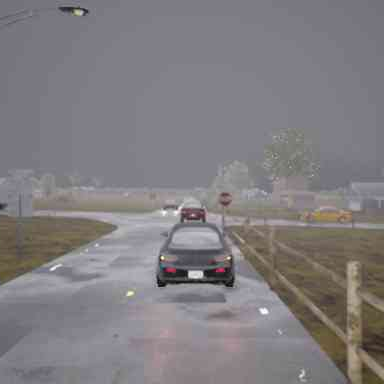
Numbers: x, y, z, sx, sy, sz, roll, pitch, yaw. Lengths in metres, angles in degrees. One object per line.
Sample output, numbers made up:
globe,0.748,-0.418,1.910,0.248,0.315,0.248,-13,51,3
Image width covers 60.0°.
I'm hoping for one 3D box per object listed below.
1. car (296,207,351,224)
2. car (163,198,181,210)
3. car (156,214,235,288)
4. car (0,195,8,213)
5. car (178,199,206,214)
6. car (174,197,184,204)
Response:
car,12.589,2.150,31.914,5.008,1.535,1.882,2,0,-2
car,-2.859,1.676,45.589,1.882,1.535,5.008,0,0,-1
car,0.090,1.557,9.232,1.812,1.442,4.674,0,0,0
car,-17.037,1.004,28.954,4.902,1.511,2.128,2,0,0
car,0.088,1.614,27.121,1.882,1.535,5.008,1,-1,0
car,-2.811,1.889,72.119,1.994,1.385,4.181,0,0,0
